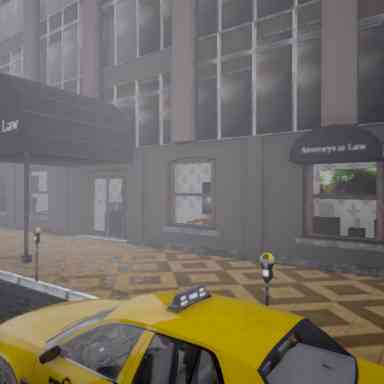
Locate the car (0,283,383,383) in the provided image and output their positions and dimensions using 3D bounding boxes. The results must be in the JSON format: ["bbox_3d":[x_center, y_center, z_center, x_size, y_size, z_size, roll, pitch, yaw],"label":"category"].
[{"bbox_3d":[-0.228,1.525,3.033,4.829,1.417,1.752,0,0,36],"label":"car"}]
